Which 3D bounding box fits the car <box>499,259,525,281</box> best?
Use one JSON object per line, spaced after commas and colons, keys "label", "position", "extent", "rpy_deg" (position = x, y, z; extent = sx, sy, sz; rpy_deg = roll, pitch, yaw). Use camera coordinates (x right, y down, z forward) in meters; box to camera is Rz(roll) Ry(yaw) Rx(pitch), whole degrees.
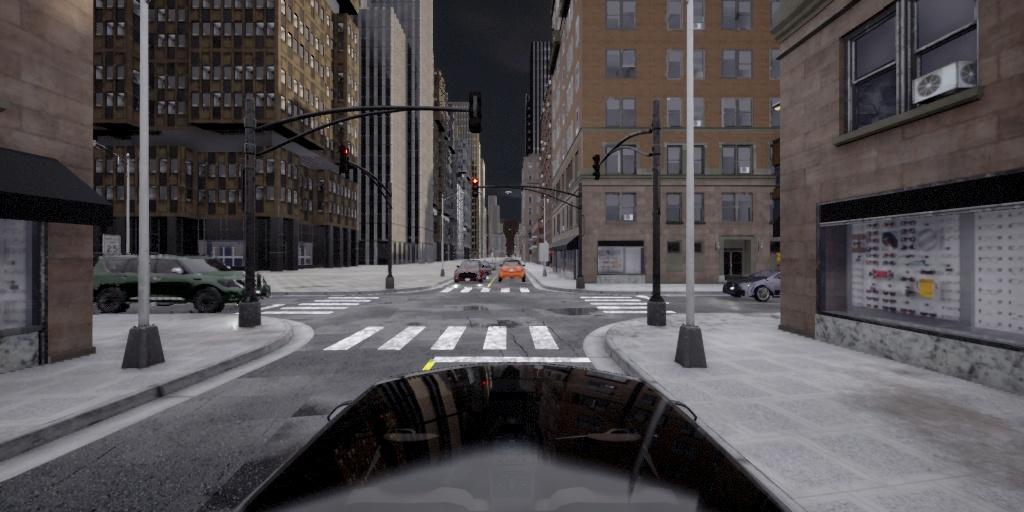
{"label": "car", "position": [0.007, 1.103, 29.968], "extent": [2.097, 1.767, 4.553], "rpy_deg": [0, 0, 0]}

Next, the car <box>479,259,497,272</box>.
{"label": "car", "position": [-3.190, 1.242, 48.481], "extent": [2.128, 1.511, 4.902], "rpy_deg": [0, 0, 0]}

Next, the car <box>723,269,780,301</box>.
{"label": "car", "position": [12.219, 1.313, 16.675], "extent": [4.181, 1.385, 1.994], "rpy_deg": [0, 0, -1]}

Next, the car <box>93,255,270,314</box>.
{"label": "car", "position": [-12.188, 0.975, 13.265], "extent": [5.566, 2.045, 2.150], "rpy_deg": [0, 0, -1]}

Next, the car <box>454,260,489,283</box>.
{"label": "car", "position": [-3.159, 1.103, 27.804], "extent": [2.097, 1.767, 4.553], "rpy_deg": [0, 0, 0]}

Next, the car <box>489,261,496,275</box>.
{"label": "car", "position": [-3.176, 1.298, 38.063], "extent": [2.033, 1.411, 5.357], "rpy_deg": [0, 0, 0]}
